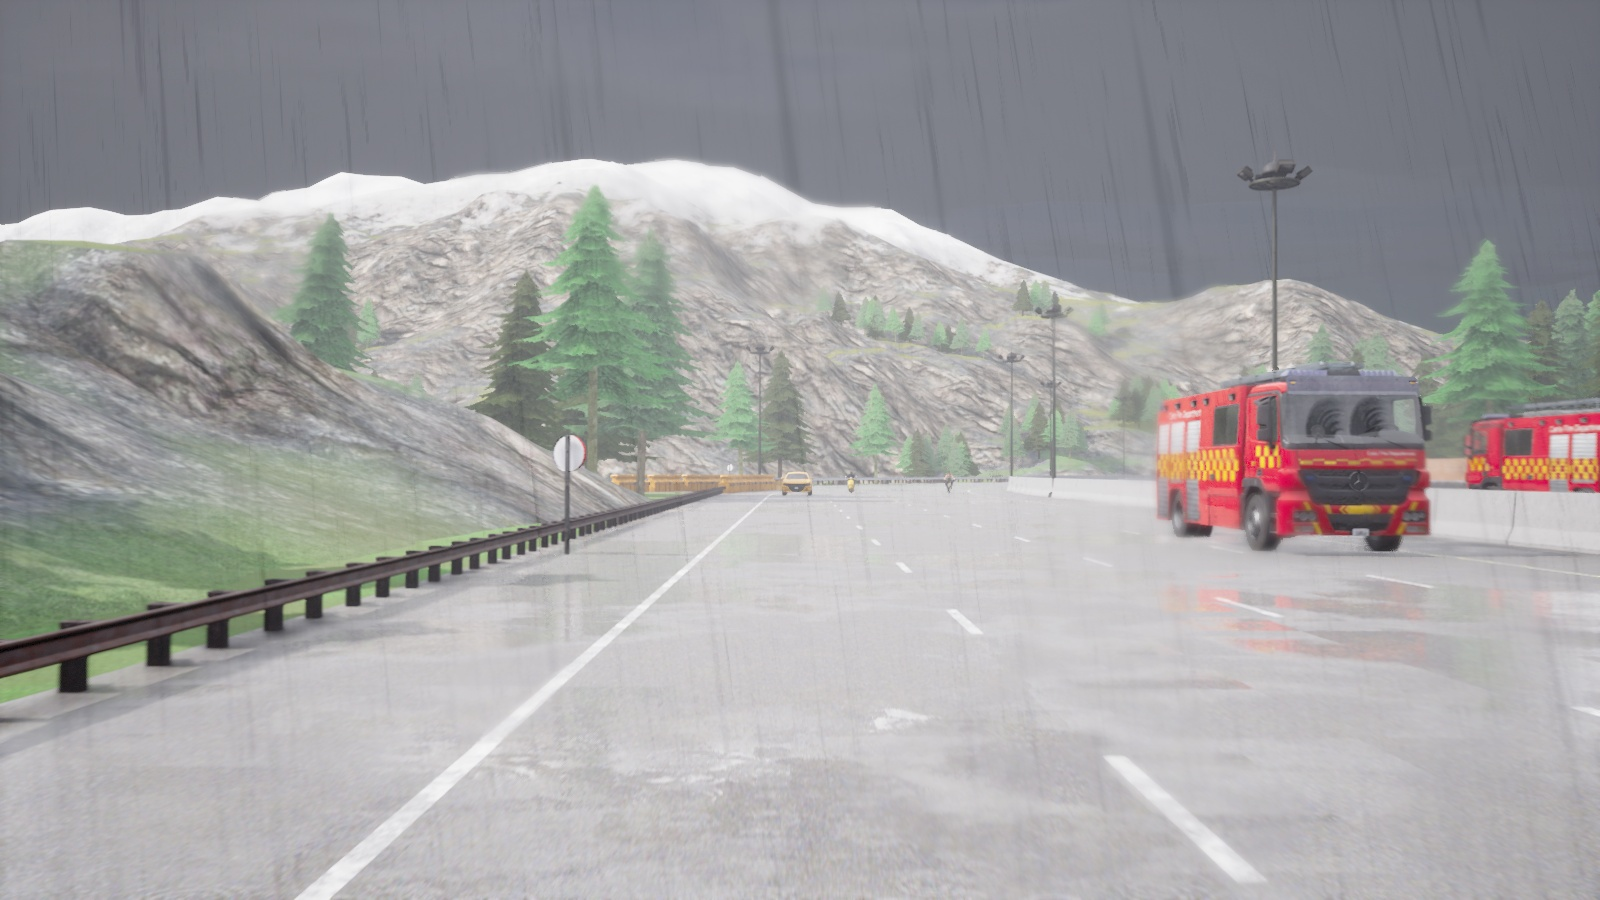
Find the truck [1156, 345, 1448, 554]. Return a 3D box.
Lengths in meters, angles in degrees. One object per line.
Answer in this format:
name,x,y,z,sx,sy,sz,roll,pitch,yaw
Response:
truck,10.430,0.066,27.318,2.891,3.827,8.468,0,-1,0

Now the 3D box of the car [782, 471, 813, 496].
car,-0.155,2.148,80.953,1.882,1.535,5.008,0,-1,1

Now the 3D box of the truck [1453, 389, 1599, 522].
truck,24.400,0.219,39.818,2.891,3.827,8.468,0,-1,0
